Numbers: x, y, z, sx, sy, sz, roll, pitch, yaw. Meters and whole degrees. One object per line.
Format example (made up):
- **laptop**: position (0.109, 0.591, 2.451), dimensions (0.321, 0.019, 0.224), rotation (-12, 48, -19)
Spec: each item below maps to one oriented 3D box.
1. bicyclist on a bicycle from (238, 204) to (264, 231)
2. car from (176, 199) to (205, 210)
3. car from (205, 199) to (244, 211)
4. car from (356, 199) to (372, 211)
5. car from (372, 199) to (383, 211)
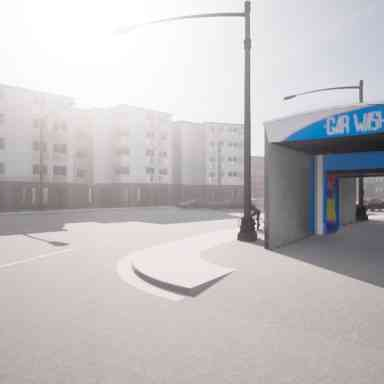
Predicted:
- **bicyclist on a bicycle**: position (3.233, 1.301, 18.267), dimensions (1.656, 1.620, 0.582), rotation (0, 0, 38)
- **car**: position (0.615, 1.547, 42.305), dimensions (5.357, 1.411, 2.033), rotation (0, 0, -32)
- **car**: position (4.363, 1.601, 40.469), dimensions (4.718, 1.301, 1.895), rotation (0, 0, -29)
- **car**: position (15.684, 1.601, 34.084), dimensions (4.718, 1.301, 1.895), rotation (0, 0, -22)
- **car**: position (22.009, 1.526, 39.913), dimensions (4.674, 1.442, 1.812), rotation (0, 0, -18)
